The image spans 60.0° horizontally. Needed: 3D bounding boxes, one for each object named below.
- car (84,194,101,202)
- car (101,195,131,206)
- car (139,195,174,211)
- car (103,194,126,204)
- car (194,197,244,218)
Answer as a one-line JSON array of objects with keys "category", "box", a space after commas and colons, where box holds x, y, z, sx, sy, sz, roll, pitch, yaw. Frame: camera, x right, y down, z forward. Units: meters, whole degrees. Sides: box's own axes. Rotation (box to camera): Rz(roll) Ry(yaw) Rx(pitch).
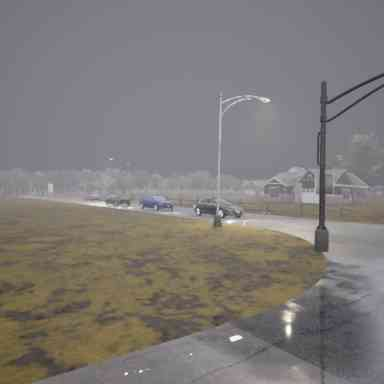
[{"category": "car", "box": [-18.200, 1.007, 61.130, 2.033, 1.411, 5.357, 2, -1, -35]}, {"category": "car", "box": [-9.541, 1.108, 42.755, 1.895, 1.301, 4.718, 2, -1, -35]}, {"category": "car", "box": [-3.754, 1.083, 34.600, 1.882, 1.535, 5.008, 2, 0, -36]}, {"category": "car", "box": [-12.404, 1.087, 52.977, 1.994, 1.385, 4.181, 2, -1, -35]}, {"category": "car", "box": [2.039, 1.226, 26.452, 1.837, 1.490, 4.892, 2, 0, -35]}]
